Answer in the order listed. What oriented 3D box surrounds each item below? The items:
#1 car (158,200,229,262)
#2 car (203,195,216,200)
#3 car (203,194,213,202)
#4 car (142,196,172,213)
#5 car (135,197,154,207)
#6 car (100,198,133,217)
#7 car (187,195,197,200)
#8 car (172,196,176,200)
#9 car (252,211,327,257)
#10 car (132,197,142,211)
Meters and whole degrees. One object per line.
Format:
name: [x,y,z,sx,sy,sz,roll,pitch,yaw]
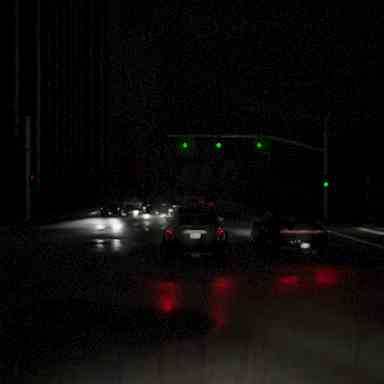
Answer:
car: [0.098,1.348,12.195,2.097,1.767,4.553,0,0,0]
car: [3.501,1.353,62.302,1.837,1.490,4.892,0,0,0]
car: [3.501,1.301,72.401,1.882,1.535,5.008,0,0,0]
car: [-3.595,1.267,35.001,2.097,1.767,4.553,0,0,0]
car: [-7.036,1.426,49.751,2.033,1.411,5.357,0,0,1]
car: [-7.098,1.525,31.010,1.895,1.301,4.718,0,0,0]
car: [0.001,1.326,62.324,1.882,1.535,5.008,0,0,0]
car: [-3.574,1.397,44.104,1.837,1.490,4.892,0,0,0]
car: [3.597,1.484,12.994,2.128,1.511,4.902,0,0,0]
car: [-7.085,1.428,40.165,1.812,1.442,4.674,0,0,0]
